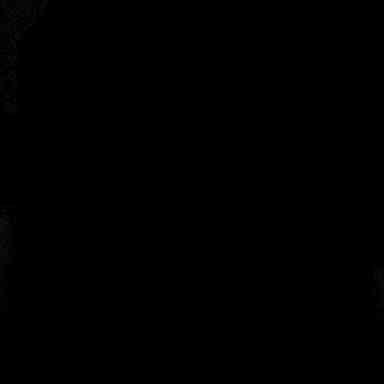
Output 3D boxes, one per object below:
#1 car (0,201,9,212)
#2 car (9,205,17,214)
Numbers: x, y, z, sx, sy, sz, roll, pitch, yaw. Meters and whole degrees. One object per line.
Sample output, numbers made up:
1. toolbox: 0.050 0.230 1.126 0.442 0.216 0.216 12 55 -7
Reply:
1. car: -19.368 1.181 29.152 2.192 1.841 5.009 0 -1 36
2. car: -16.225 1.525 33.541 1.802 1.307 4.206 0 -1 36
